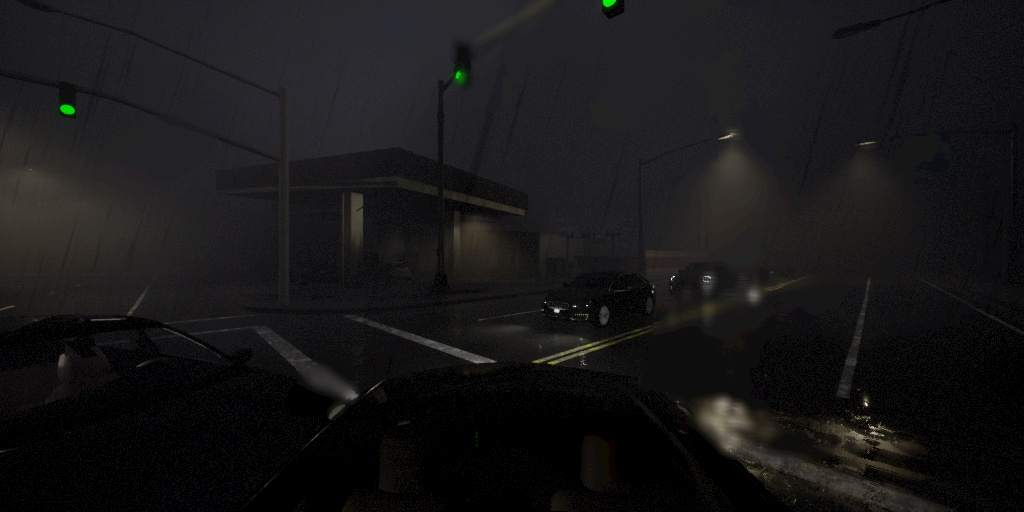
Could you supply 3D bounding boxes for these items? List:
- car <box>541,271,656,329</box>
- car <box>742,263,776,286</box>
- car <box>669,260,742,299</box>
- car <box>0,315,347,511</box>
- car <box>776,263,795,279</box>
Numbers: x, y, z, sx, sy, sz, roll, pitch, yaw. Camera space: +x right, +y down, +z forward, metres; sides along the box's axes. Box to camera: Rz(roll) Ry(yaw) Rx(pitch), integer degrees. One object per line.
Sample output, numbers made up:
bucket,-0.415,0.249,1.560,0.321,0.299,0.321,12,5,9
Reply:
car,2.947,1.255,11.564,4.892,1.490,1.837,0,0,-45
car,16.792,1.314,25.241,1.994,1.385,4.181,0,0,44
car,9.825,1.102,18.370,4.553,1.767,2.097,0,0,-45
car,-3.406,1.242,2.582,4.902,1.511,2.128,0,0,15
car,23.965,1.314,32.253,4.181,1.385,1.994,0,0,-44
